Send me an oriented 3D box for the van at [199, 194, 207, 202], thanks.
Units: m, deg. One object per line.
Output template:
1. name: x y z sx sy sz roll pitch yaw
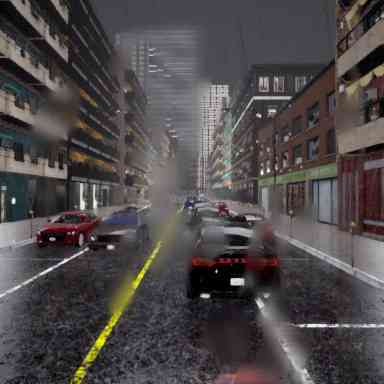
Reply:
1. van: 2.591 1.423 77.494 1.690 1.788 3.998 0 0 0

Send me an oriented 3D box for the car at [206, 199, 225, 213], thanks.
1. car: 2.581 1.567 37.667 1.887 1.381 4.507 1 0 0

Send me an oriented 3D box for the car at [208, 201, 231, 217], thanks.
1. car: 2.579 1.599 31.977 1.802 1.307 4.206 1 0 0

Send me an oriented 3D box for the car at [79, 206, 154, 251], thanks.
1. car: -2.847 1.552 14.339 2.033 1.411 5.357 0 0 0

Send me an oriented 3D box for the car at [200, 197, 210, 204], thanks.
1. car: 2.586 1.641 66.114 1.802 1.307 4.206 0 0 0

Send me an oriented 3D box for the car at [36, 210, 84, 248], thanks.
1. car: -5.304 1.550 14.897 1.887 1.381 4.507 1 0 0

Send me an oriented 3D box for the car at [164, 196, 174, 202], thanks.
1. car: -5.291 1.627 77.486 1.887 1.381 4.507 0 0 0

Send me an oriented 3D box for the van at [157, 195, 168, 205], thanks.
1. van: -5.293 1.391 60.416 1.690 1.788 3.998 1 0 0

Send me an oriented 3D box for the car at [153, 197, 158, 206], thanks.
1. car: -5.299 1.547 37.488 1.752 1.417 4.829 1 0 0

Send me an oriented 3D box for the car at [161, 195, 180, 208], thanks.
1. car: -2.739 1.523 47.621 2.128 1.511 4.902 0 0 0

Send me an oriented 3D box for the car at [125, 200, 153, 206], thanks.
1. car: -5.301 1.568 31.967 2.008 1.369 4.403 1 0 0

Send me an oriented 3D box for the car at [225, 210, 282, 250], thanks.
1. car: 2.575 1.587 14.907 1.802 1.307 4.206 1 0 0

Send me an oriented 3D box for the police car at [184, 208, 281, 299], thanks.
1. police car: 0.827 1.427 8.629 1.930 1.638 5.238 0 0 0

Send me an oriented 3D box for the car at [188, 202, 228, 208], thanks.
1. car: 0.829 1.512 18.521 1.837 1.490 4.892 0 0 0

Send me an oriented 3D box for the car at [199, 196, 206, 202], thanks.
1. car: 2.591 1.620 83.353 1.752 1.417 4.829 0 0 0

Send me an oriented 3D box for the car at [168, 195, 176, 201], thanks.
1. car: -5.288 1.652 88.866 1.887 1.381 4.507 0 0 0

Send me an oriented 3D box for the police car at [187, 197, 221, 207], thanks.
1. police car: 0.831 1.436 24.630 1.930 1.638 5.238 0 0 0

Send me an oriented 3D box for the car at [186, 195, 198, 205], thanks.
1. car: 0.014 1.400 59.545 2.097 1.767 4.553 0 0 0

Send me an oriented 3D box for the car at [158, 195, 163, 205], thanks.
1. car: -5.296 1.586 54.727 1.887 1.381 4.507 1 0 0

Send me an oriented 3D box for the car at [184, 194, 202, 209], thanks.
1. car: 0.024 1.382 46.106 2.097 1.767 4.553 0 0 0
